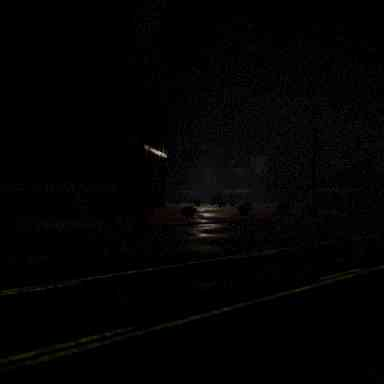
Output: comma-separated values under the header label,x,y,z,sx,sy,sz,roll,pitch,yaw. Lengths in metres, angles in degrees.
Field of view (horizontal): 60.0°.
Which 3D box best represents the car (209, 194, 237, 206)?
label,x,y,z,sx,sy,sz,roll,pitch,yaw
car,5.141,1.451,56.671,2.150,2.045,5.566,1,-1,-35
